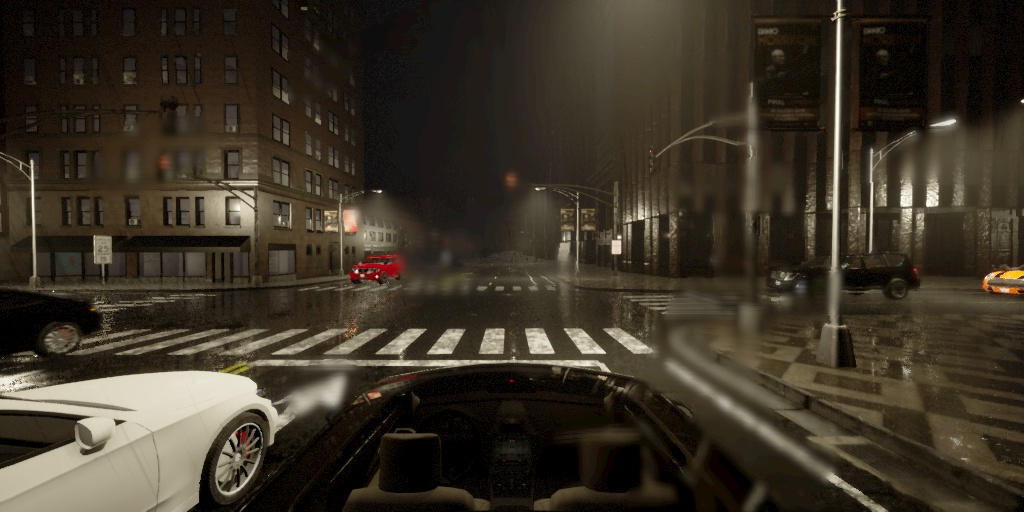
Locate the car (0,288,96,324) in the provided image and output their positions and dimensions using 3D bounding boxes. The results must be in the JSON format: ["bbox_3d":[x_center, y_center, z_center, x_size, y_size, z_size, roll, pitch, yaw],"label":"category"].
[{"bbox_3d":[-9.837,1.274,5.833,1.812,1.442,4.674,0,0,0],"label":"car"}]

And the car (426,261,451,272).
[{"bbox_3d":[-9.689,1.302,46.424,2.033,1.411,5.357,0,0,0],"label":"car"}]

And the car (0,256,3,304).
[{"bbox_3d":[-24.699,1.068,14.370,5.566,2.045,2.150,0,1,1],"label":"car"}]

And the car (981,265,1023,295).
[{"bbox_3d":[24.542,0.960,16.241,4.553,1.767,2.097,0,1,0],"label":"car"}]

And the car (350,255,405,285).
[{"bbox_3d":[-9.887,0.974,26.857,2.150,2.045,5.566,0,0,4],"label":"car"}]

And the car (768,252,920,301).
[{"bbox_3d":[14.873,0.868,16.234,5.566,2.045,2.150,0,1,1],"label":"car"}]

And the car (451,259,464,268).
[{"bbox_3d":[-9.547,1.298,62.778,2.033,1.411,5.357,0,0,1],"label":"car"}]

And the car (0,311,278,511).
[{"bbox_3d":[-3.159,1.276,1.416,1.812,1.442,4.674,0,0,2],"label":"car"}]
